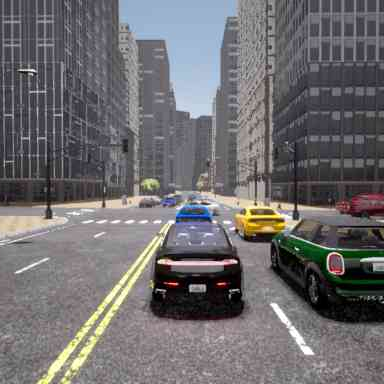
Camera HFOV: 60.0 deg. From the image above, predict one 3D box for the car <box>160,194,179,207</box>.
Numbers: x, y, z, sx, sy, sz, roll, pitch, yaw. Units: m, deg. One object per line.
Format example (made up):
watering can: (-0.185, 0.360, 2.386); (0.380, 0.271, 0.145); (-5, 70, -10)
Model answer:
car: (-3.297, 1.491, 49.504); (1.812, 1.442, 4.674); (0, 0, 0)

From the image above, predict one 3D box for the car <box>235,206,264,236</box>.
car: (3.363, 1.469, 17.196); (1.882, 1.535, 5.008); (0, 0, 0)

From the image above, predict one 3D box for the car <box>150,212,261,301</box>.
car: (0.104, 1.488, 8.304); (2.128, 1.511, 4.902); (0, 0, 0)

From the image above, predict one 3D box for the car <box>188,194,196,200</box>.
car: (0.079, 1.267, 90.614); (2.128, 1.511, 4.902); (0, 0, 0)

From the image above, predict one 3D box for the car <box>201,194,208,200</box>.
car: (3.329, 1.337, 90.640); (1.895, 1.301, 4.718); (0, 0, 0)

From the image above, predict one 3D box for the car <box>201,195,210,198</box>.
car: (3.320, 1.513, 80.638); (1.895, 1.301, 4.718); (0, 0, 0)

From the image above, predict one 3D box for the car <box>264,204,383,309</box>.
car: (3.356, 1.348, 8.017); (2.097, 1.767, 4.553); (0, 0, 0)

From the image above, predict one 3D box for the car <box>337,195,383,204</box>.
car: (18.170, 1.349, 35.137); (5.566, 2.045, 2.150); (1, 1, 1)

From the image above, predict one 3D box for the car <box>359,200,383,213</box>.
car: (21.842, 1.643, 37.673); (4.829, 1.417, 1.752); (1, 0, 1)

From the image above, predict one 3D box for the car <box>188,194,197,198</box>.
car: (0.070, 1.273, 80.581); (2.097, 1.767, 4.553); (0, 0, 0)

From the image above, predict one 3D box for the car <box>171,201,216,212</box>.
car: (0.118, 1.468, 17.809); (1.882, 1.535, 5.008); (0, 0, 1)

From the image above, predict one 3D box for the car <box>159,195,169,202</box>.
car: (-6.434, 1.482, 77.962); (1.994, 1.385, 4.181); (0, 0, 0)

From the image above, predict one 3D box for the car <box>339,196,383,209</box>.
car: (16.226, 1.519, 29.392); (5.009, 1.841, 2.192); (1, 0, 1)

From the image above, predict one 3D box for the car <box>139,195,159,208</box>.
car: (-6.543, 1.513, 49.076); (2.033, 1.411, 5.357); (0, 0, 0)

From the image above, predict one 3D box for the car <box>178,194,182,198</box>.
car: (-3.275, 1.519, 58.249); (1.994, 1.385, 4.181); (0, 0, 1)

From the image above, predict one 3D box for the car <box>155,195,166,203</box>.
car: (-6.450, 1.448, 67.984); (1.837, 1.490, 4.892); (0, 0, 0)

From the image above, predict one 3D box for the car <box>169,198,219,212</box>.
car: (0.523, 1.560, 31.554); (4.674, 1.442, 1.812); (0, 1, -39)

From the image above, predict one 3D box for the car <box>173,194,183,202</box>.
car: (-3.184, 1.286, 77.128); (2.097, 1.767, 4.553); (0, 0, 0)
